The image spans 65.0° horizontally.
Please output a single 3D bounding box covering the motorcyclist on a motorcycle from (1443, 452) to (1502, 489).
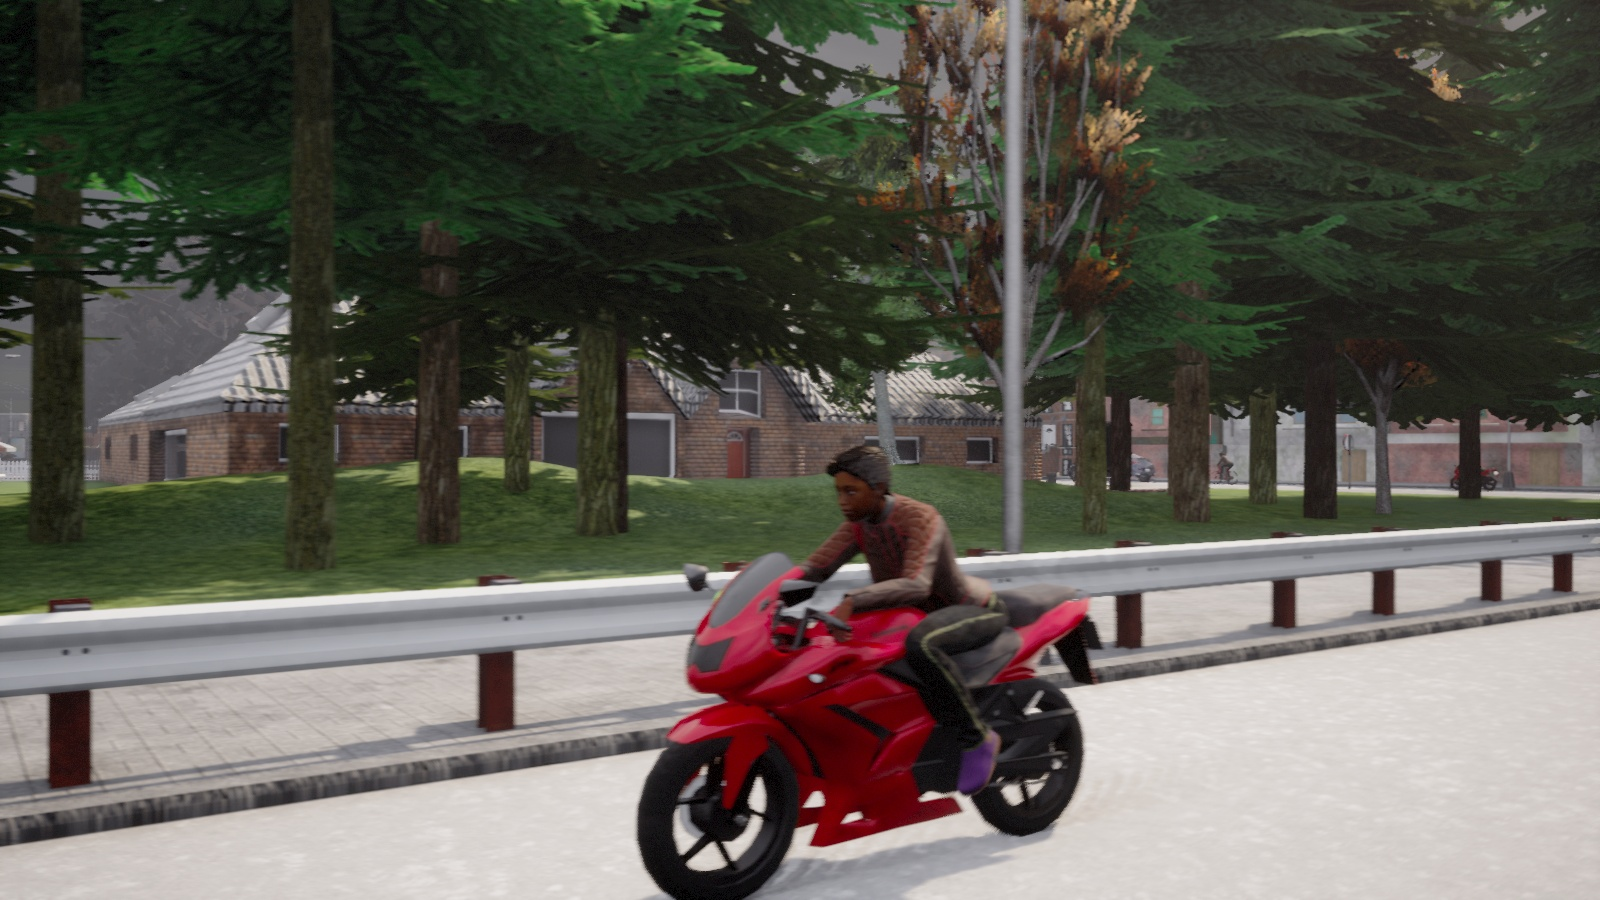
[{"bbox_3d":[28.589,0.854,53.397,0.797,1.523,2.044,0,0,-35],"label":"motorcyclist on a motorcycle"}]

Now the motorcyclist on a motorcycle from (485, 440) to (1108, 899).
[{"bbox_3d":[0.053,0.740,4.307,2.044,1.523,0.797,0,0,-35],"label":"motorcyclist on a motorcycle"}]

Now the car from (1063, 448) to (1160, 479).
[{"bbox_3d":[17.264,0.715,69.821,2.152,1.651,5.027,0,0,-35],"label":"car"}]
